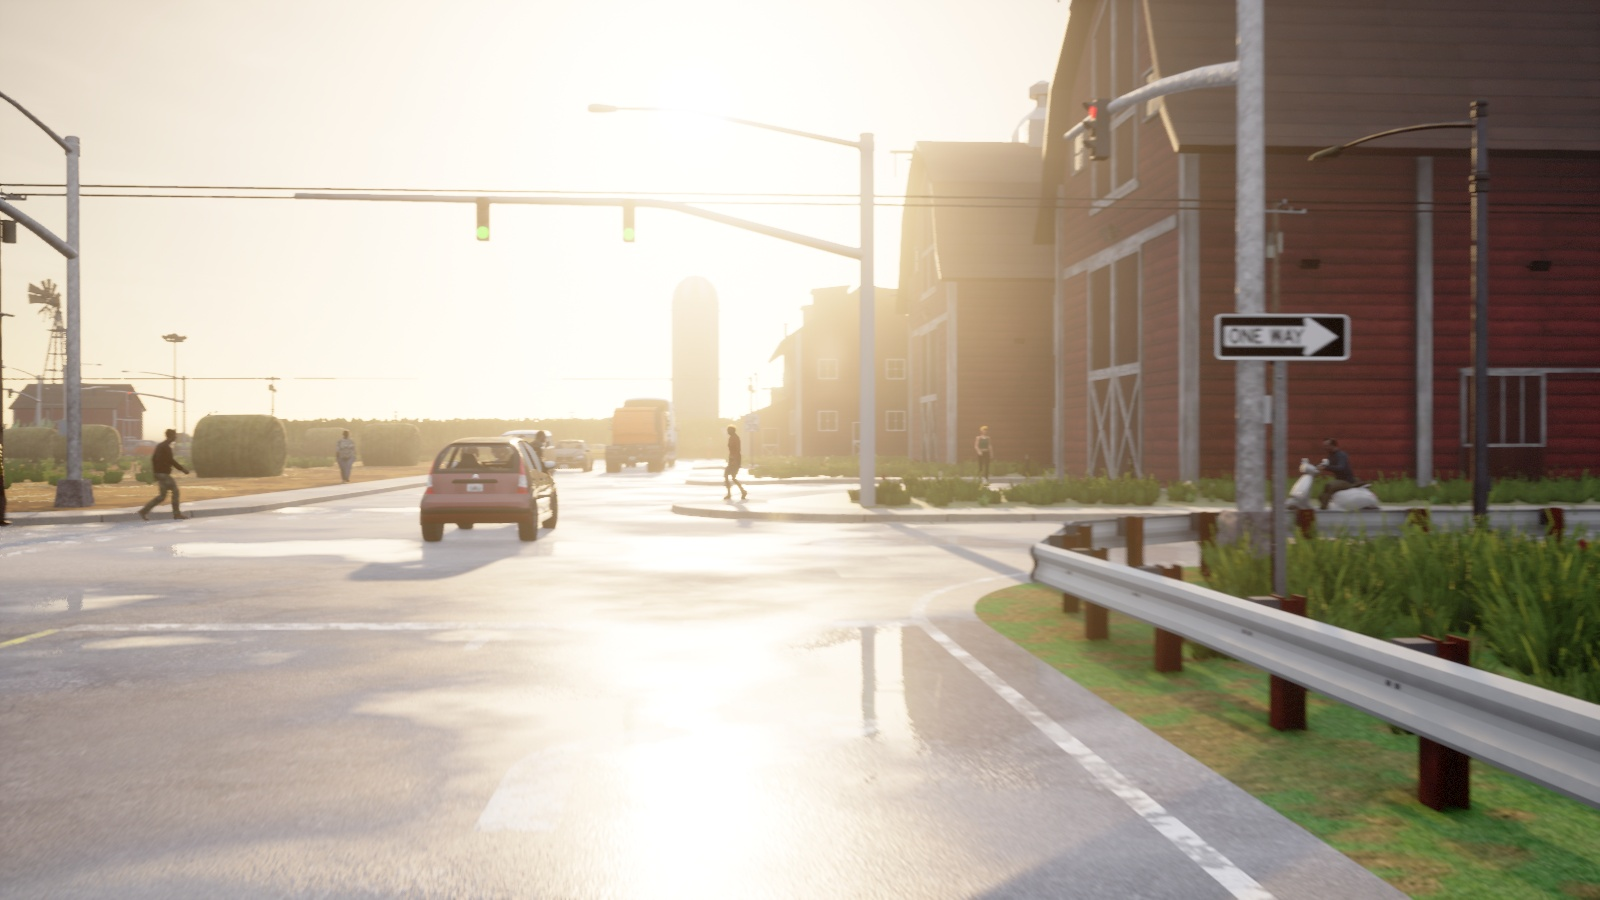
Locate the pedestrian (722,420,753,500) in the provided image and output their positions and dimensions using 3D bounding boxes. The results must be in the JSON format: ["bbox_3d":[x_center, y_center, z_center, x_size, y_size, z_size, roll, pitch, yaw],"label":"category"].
[{"bbox_3d":[-1.449,0.235,29.303,0.636,1.846,0.331,0,0,-33],"label":"pedestrian"}]

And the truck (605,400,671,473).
[{"bbox_3d":[-8.186,-0.642,64.222,2.891,3.462,7.936,0,0,-4],"label":"truck"}]

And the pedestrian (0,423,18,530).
[{"bbox_3d":[-13.840,0.448,21.592,0.370,1.835,0.726,0,0,-4],"label":"pedestrian"}]

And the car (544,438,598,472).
[{"bbox_3d":[-11.720,0.215,64.618,2.242,1.667,4.611,0,0,-4],"label":"car"}]

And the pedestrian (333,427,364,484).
[{"bbox_3d":[-15.064,0.173,41.930,0.874,1.855,0.900,0,0,-26],"label":"pedestrian"}]

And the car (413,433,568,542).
[{"bbox_3d":[-4.984,0.539,20.731,1.851,1.617,3.988,0,0,-4],"label":"car"}]

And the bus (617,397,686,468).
[{"bbox_3d":[-9.383,-1.084,80.613,3.944,4.253,10.273,0,0,-4],"label":"bus"}]

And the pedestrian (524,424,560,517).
[{"bbox_3d":[-5.215,0.406,25.403,0.720,1.854,0.376,0,0,-11],"label":"pedestrian"}]

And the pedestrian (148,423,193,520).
[{"bbox_3d":[-12.058,0.407,24.061,0.703,1.840,0.431,0,0,-35],"label":"pedestrian"}]

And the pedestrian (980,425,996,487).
[{"bbox_3d":[5.603,0.176,37.424,0.345,1.836,0.594,0,0,-4],"label":"pedestrian"}]

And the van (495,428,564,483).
[{"bbox_3d":[-10.607,0.193,49.482,2.069,2.038,4.480,0,0,-4],"label":"van"}]

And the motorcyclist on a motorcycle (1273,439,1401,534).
[{"bbox_3d":[9.158,0.603,21.476,1.817,1.590,0.866,0,0,-3],"label":"motorcyclist on a motorcycle"}]
